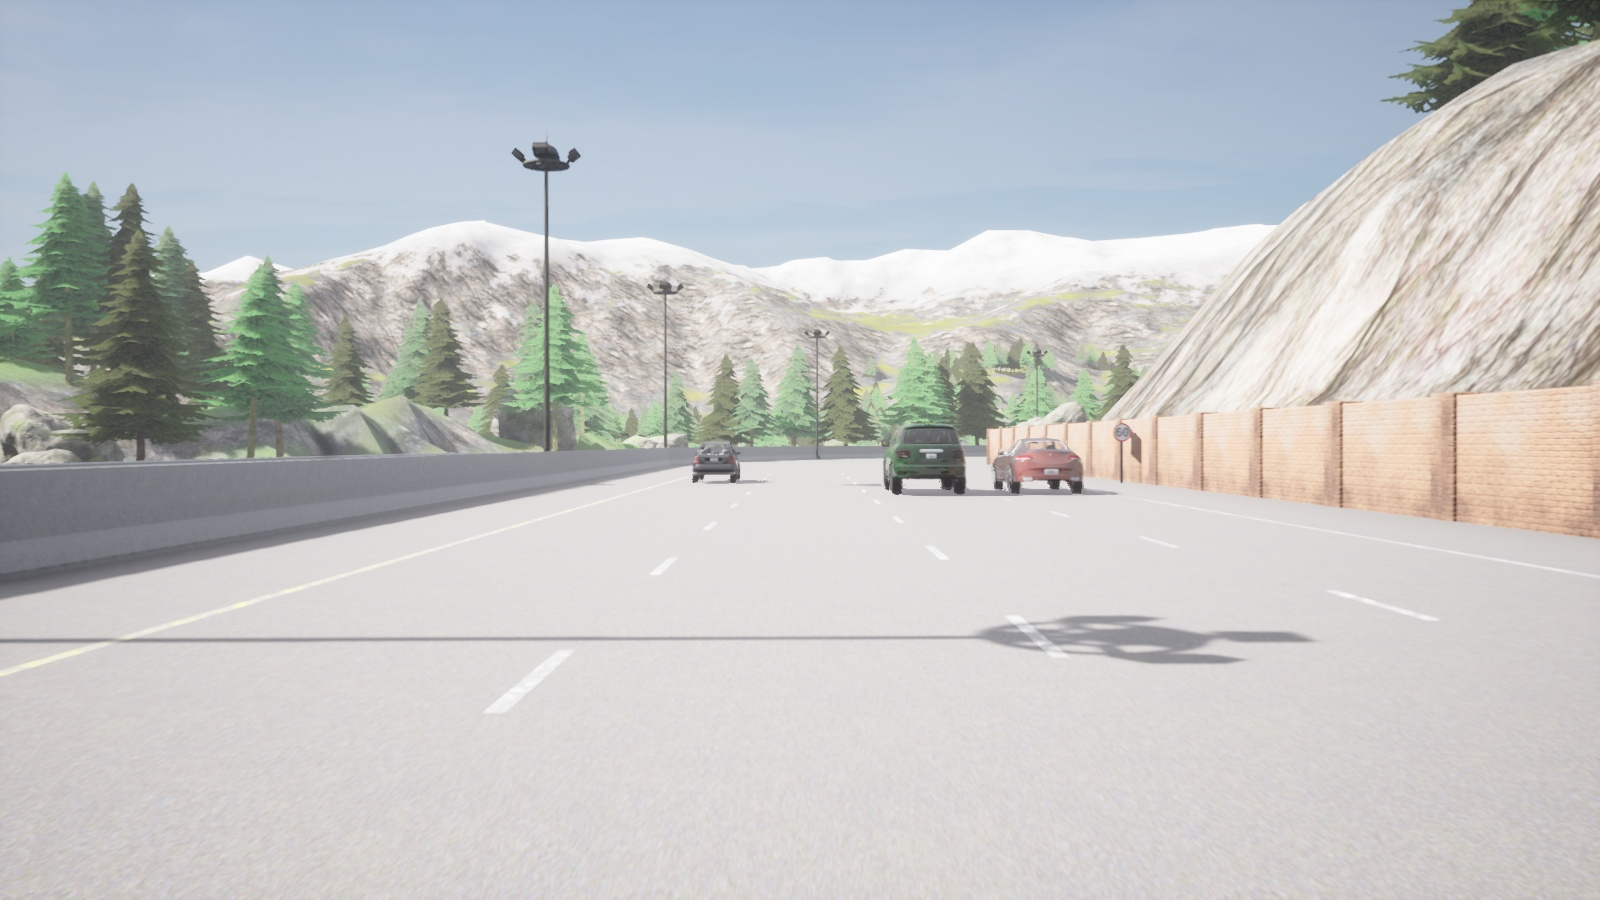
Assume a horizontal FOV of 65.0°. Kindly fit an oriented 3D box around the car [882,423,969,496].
[{"bbox_3d":[3.727,0.252,38.265,2.150,2.045,5.566,0,0,0],"label":"car"}]

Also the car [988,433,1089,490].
[{"bbox_3d":[7.229,0.313,38.610,2.152,1.651,5.027,0,0,0],"label":"car"}]

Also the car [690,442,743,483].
[{"bbox_3d":[-3.215,0.447,48.876,1.789,1.549,3.705,0,0,0],"label":"car"}]
